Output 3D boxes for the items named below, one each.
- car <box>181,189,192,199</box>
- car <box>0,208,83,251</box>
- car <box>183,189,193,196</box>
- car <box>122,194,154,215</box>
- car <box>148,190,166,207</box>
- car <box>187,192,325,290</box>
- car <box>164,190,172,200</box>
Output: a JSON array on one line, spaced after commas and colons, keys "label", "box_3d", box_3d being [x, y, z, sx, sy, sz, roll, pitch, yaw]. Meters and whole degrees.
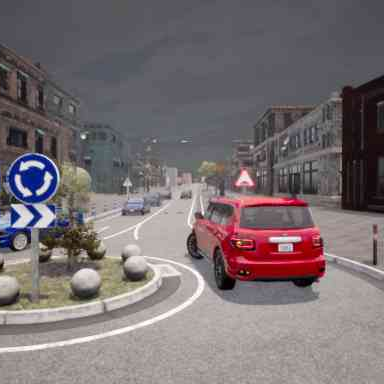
[{"label": "car", "box_3d": [-0.979, 0.392, 57.460, 2.033, 1.411, 5.357, 0, 1, 2]}, {"label": "car", "box_3d": [-6.548, 1.345, 13.749, 1.882, 1.535, 5.008, 0, 1, 17]}, {"label": "car", "box_3d": [-0.824, 0.137, 70.434, 1.812, 1.442, 4.674, 0, 1, 1]}, {"label": "car", "box_3d": [-4.733, 1.163, 28.723, 1.812, 1.442, 4.674, 0, 1, 1]}, {"label": "car", "box_3d": [-4.515, 0.884, 38.788, 1.837, 1.490, 4.892, 0, 2, 1]}, {"label": "car", "box_3d": [1.397, 1.141, 9.103, 2.150, 2.045, 5.566, 0, 1, -9]}, {"label": "car", "box_3d": [-4.222, 0.433, 52.454, 1.882, 1.535, 5.008, 0, 1, 1]}]
